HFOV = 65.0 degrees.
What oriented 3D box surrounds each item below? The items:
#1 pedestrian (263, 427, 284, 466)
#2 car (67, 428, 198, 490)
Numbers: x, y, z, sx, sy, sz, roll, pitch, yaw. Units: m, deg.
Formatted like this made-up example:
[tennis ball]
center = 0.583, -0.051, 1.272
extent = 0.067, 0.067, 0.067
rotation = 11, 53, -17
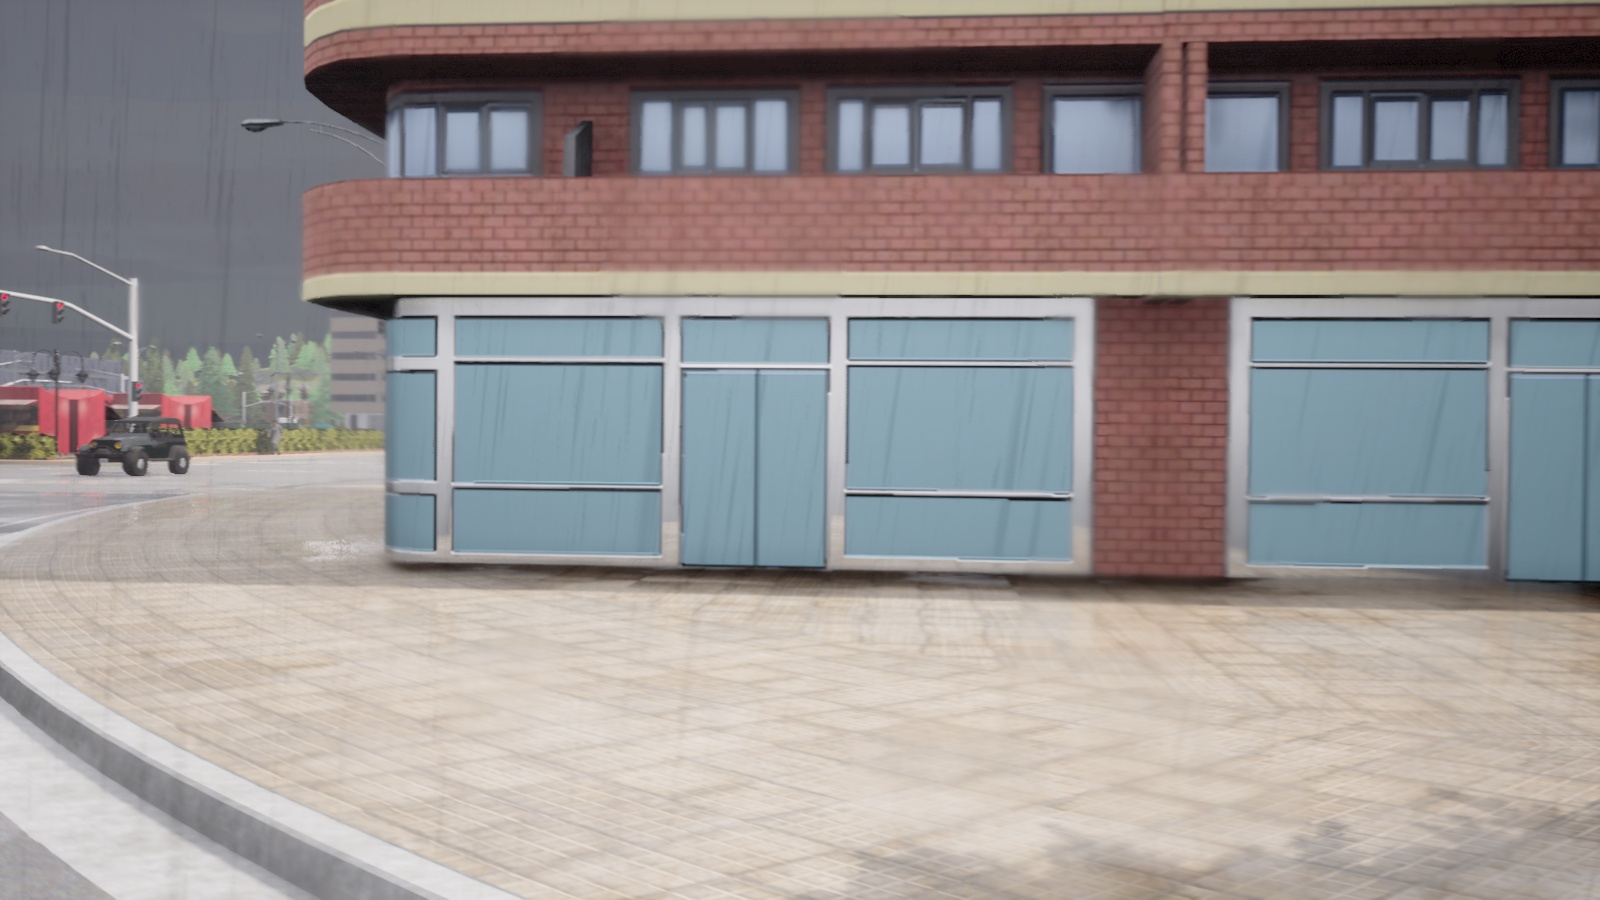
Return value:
[pedestrian]
center = -26.507, -0.189, 63.231
extent = 0.659, 1.952, 0.873
rotation = 0, 1, 5
[car]
center = -21.230, 0.245, 40.107
extent = 1.905, 1.878, 3.866
rotation = -1, 1, 4
